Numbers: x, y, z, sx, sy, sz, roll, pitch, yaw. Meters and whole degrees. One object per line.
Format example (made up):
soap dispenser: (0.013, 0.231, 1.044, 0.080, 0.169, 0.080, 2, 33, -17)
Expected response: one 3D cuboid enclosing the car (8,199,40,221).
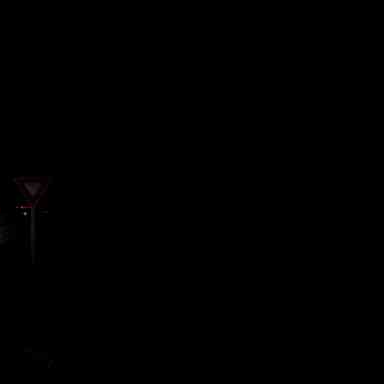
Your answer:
car: (-12.535, 1.257, 24.877, 2.128, 1.511, 4.902, 1, 0, -28)
